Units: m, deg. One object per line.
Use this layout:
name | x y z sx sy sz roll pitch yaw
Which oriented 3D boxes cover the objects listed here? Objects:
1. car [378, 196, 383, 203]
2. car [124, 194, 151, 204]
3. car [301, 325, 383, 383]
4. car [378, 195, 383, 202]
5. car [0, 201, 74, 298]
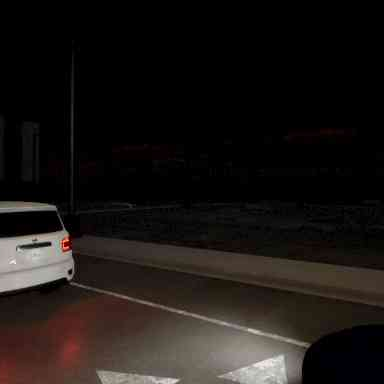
car | 39.921 1.527 67.903 2.038 1.542 4.974 1 1 6
car | -8.942 1.155 54.504 1.837 1.490 4.892 0 0 40
car | 3.000 1.516 1.847 4.674 1.442 1.812 0 0 35
car | 39.928 1.369 67.953 1.853 1.218 4.536 1 1 6
car | -5.037 1.220 7.580 5.566 2.045 2.150 0 0 35
